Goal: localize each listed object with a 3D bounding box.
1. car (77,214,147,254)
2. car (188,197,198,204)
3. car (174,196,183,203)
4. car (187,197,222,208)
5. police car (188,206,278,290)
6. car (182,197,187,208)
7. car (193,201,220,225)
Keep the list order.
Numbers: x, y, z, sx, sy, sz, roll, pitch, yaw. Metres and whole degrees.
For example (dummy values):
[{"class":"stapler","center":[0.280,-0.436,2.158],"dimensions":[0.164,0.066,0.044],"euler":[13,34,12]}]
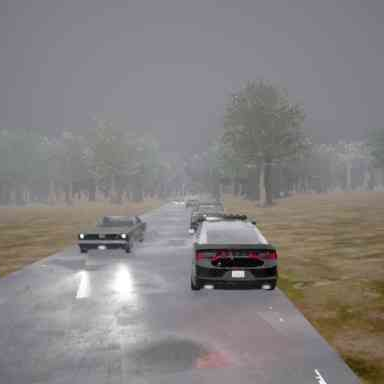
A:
[{"class":"car","center":[-3.063,1.597,13.590],"dimensions":[1.895,1.301,4.718],"euler":[0,0,0]},{"class":"car","center":[0.128,1.638,63.777],"dimensions":[1.895,1.301,4.718],"euler":[0,0,0]},{"class":"car","center":[-2.784,1.621,73.675],"dimensions":[1.994,1.385,4.181],"euler":[0,0,0]},{"class":"car","center":[0.953,1.348,19.038],"dimensions":[2.097,1.767,4.553],"euler":[0,0,0]},{"class":"police car","center":[0.924,1.422,9.176],"dimensions":[1.930,1.638,5.238],"euler":[0,0,0]},{"class":"car","center":[0.130,1.508,47.302],"dimensions":[2.128,1.511,4.902],"euler":[0,0,1]},{"class":"car","center":[0.971,1.505,25.067],"dimensions":[1.837,1.490,4.892],"euler":[0,0,0]}]
